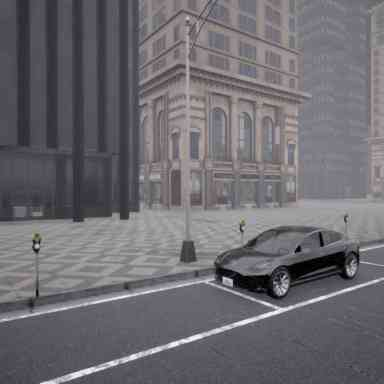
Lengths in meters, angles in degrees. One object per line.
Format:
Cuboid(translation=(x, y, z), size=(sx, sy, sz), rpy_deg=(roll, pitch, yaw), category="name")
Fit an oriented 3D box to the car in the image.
Cuboid(translation=(2.546, 1.565, 8.452), size=(4.313, 1.339, 1.947), rpy_deg=(0, 0, -35), category="car")
